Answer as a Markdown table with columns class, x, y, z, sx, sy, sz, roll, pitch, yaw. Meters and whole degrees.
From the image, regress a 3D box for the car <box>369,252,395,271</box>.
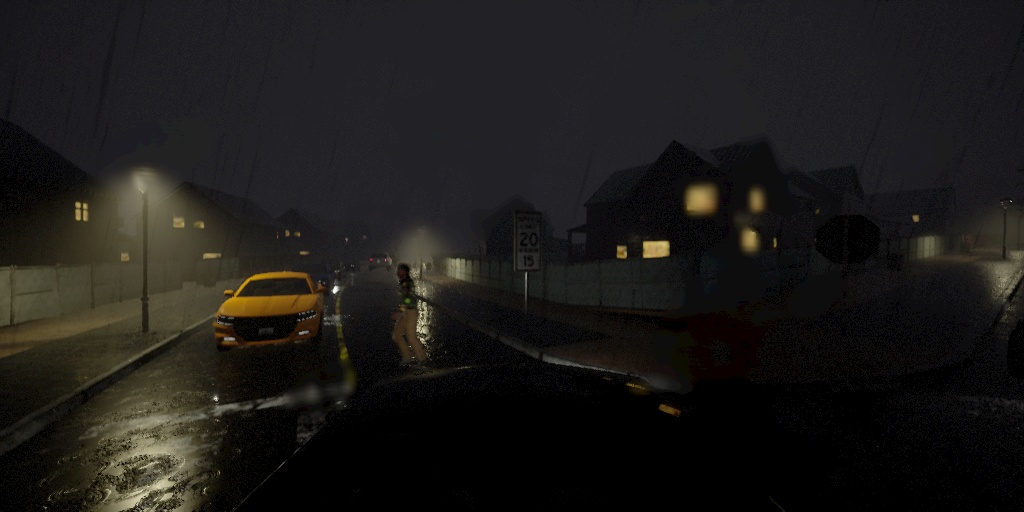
| class | x | y | z | sx | sy | sz | roll | pitch | yaw |
| --- | --- | --- | --- | --- | --- | --- | --- | --- | --- |
| car | -15.066 | 0.586 | 41.200 | 2.150 | 2.045 | 5.566 | 0 | 1 | -15 |

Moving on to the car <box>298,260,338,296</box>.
| class | x | y | z | sx | sy | sz | roll | pitch | yaw |
| --- | --- | --- | --- | --- | --- | --- | --- | --- | --- |
| car | -10.065 | 1.117 | 17.963 | 1.882 | 1.535 | 5.008 | 0 | 0 | -23 |

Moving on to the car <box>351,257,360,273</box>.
| class | x | y | z | sx | sy | sz | roll | pitch | yaw |
| --- | --- | --- | --- | --- | --- | --- | --- | --- | --- |
| car | -17.011 | 0.888 | 37.225 | 1.882 | 1.535 | 5.008 | 0 | 1 | -16 |

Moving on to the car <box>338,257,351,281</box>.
| class | x | y | z | sx | sy | sz | roll | pitch | yaw |
| --- | --- | --- | --- | --- | --- | --- | --- | --- | --- |
| car | -13.679 | 1.045 | 27.032 | 2.128 | 1.511 | 4.902 | 0 | 1 | -20 |

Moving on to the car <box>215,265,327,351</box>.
| class | x | y | z | sx | sy | sz | roll | pitch | yaw |
| --- | --- | --- | --- | --- | --- | --- | --- | --- | --- |
| car | -5.918 | 1.175 | 9.202 | 1.882 | 1.535 | 5.008 | 0 | 0 | -27 |

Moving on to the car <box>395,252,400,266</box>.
| class | x | y | z | sx | sy | sz | roll | pitch | yaw |
| --- | --- | --- | --- | --- | --- | --- | --- | --- | --- |
| car | -17.420 | 0.410 | 51.365 | 2.150 | 2.045 | 5.566 | 0 | 1 | -11 |

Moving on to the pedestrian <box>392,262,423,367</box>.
| class | x | y | z | sx | sy | sz | roll | pitch | yaw |
| --- | --- | --- | --- | --- | --- | --- | --- | --- | --- |
| pedestrian | -1.851 | 1.015 | 6.286 | 0.375 | 1.860 | 0.375 | -1 | 1 | -29 |

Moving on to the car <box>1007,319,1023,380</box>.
| class | x | y | z | sx | sy | sz | roll | pitch | yaw |
| --- | --- | --- | --- | --- | --- | --- | --- | --- | --- |
| car | 8.374 | 0.933 | 4.602 | 4.181 | 1.385 | 1.994 | -3 | 2 | -29 |
